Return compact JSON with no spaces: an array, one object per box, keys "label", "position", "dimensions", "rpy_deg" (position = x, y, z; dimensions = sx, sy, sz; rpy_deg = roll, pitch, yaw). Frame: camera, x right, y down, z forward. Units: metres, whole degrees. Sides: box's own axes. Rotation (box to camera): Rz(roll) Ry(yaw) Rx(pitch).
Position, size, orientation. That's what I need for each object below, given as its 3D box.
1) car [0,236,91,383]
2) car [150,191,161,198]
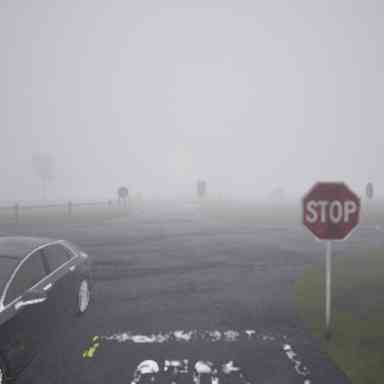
[{"label":"car","position":[-2.789,1.472,4.475],"dimensions":[1.837,1.490,4.892],"rpy_deg":[0,1,-1]},{"label":"car","position":[-7.265,0.583,66.272],"dimensions":[1.882,1.535,5.008],"rpy_deg":[0,1,-8]}]
